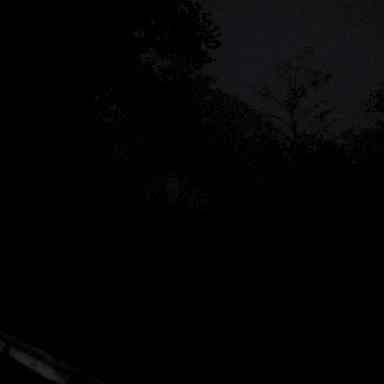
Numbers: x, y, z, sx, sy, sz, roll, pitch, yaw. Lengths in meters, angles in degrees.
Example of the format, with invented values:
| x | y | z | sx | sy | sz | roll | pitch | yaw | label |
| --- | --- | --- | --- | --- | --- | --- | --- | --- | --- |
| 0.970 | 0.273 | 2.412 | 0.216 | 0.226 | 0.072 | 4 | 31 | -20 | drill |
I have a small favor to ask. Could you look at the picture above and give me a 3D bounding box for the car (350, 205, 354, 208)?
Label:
| x | y | z | sx | sy | sz | roll | pitch | yaw | label |
| --- | --- | --- | --- | --- | --- | --- | --- | --- | --- |
| 17.826 | 2.281 | 38.070 | 2.231 | 1.521 | 4.892 | 0 | 0 | 35 | car |
